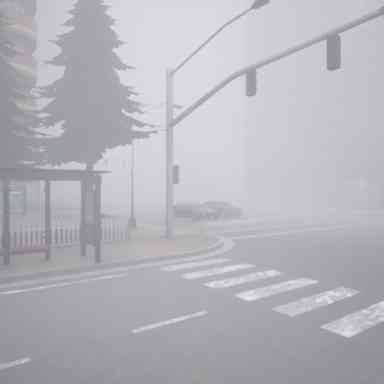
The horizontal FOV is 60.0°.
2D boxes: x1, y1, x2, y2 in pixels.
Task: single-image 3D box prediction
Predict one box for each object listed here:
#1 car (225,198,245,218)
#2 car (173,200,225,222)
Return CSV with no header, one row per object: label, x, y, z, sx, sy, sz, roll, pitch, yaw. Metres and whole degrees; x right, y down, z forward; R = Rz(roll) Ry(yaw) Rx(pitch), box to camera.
car,2.453,1.523,29.756,1.837,1.490,4.892,0,0,-35
car,0.001,1.573,27.159,2.033,1.411,5.357,0,0,-35
